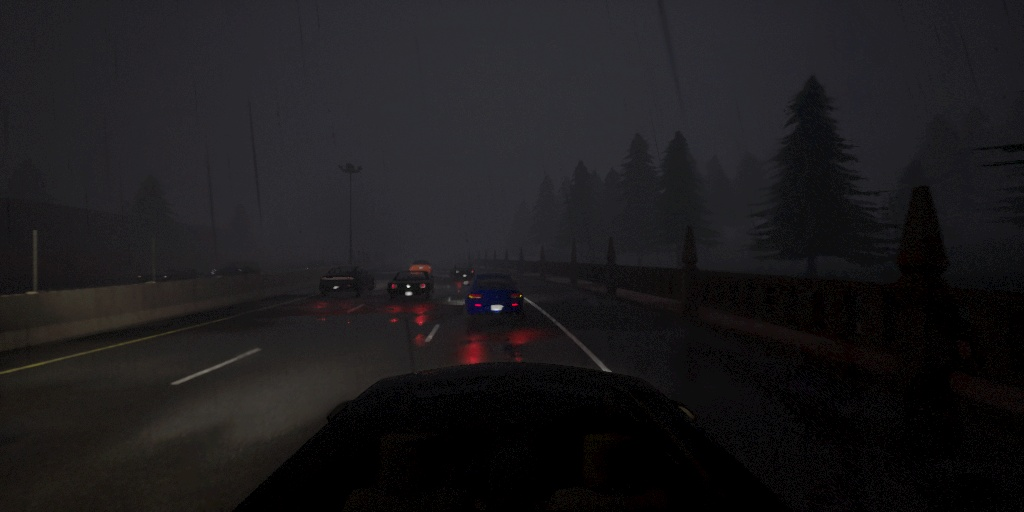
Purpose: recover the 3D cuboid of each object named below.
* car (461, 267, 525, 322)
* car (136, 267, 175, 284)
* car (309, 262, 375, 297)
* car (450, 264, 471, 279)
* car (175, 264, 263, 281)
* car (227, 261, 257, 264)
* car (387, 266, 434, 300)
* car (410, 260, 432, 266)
[{"bbox_3d":[-0.682,1.281,12.325,1.812,1.442,4.674,0,0,-6],"label":"car"},{"bbox_3d":[-24.796,1.453,26.256,1.895,1.301,4.718,0,0,-15],"label":"car"},{"bbox_3d":[-8.721,1.279,19.317,2.128,1.511,4.902,0,0,-10],"label":"car"},{"bbox_3d":[-4.532,1.375,32.370,1.895,1.301,4.718,0,0,-15],"label":"car"},{"bbox_3d":[-16.258,1.365,20.714,2.033,1.411,5.357,0,0,-12],"label":"car"},{"bbox_3d":[-21.808,1.193,28.626,2.097,1.767,4.553,0,0,-15],"label":"car"},{"bbox_3d":[-4.932,1.374,18.084,1.895,1.301,4.718,0,0,-9],"label":"car"},{"bbox_3d":[-9.138,1.145,36.012,2.097,1.767,4.553,0,0,-15],"label":"car"}]
